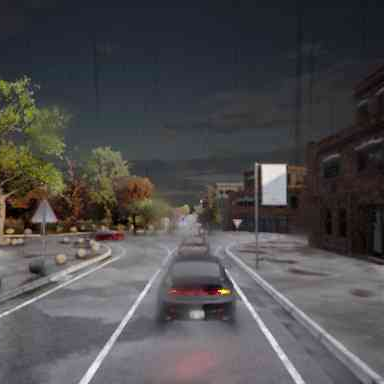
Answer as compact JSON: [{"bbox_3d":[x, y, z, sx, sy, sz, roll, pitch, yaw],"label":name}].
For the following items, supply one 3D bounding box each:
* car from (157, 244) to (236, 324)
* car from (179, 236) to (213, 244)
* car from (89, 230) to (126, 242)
[{"bbox_3d":[0.104,2.495,9.341,1.837,1.490,4.892,0,-5,0],"label":"car"},{"bbox_3d":[0.191,3.407,20.095,2.128,1.511,4.902,0,-5,4],"label":"car"},{"bbox_3d":[-9.604,4.955,37.877,4.718,1.301,1.895,-4,-5,39],"label":"car"}]
